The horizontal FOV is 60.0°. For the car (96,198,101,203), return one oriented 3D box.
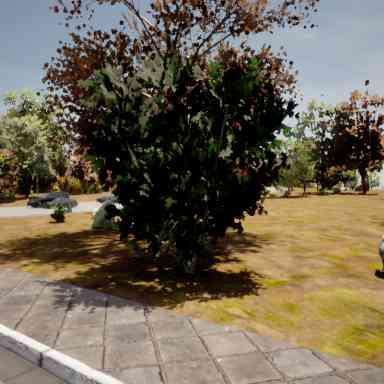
[{"bbox_3d":[-12.905,0.971,54.044,2.033,1.411,5.357,0,3,39],"label":"car"}]

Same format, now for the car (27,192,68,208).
[{"bbox_3d":[-19.609,1.060,45.776,2.150,2.045,5.566,0,2,39],"label":"car"}]

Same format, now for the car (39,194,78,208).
[{"bbox_3d":[-17.066,1.400,43.348,1.994,1.385,4.181,0,2,39],"label":"car"}]
